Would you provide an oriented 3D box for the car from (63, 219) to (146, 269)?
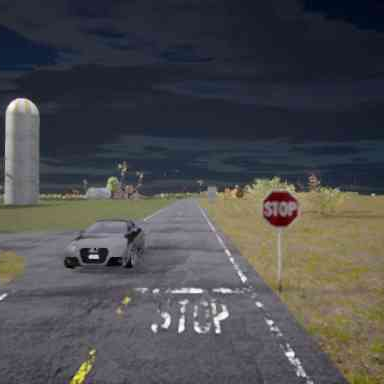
[{"bbox_3d":[-2.750,1.642,11.325,1.994,1.385,4.181,0,0,0],"label":"car"}]
